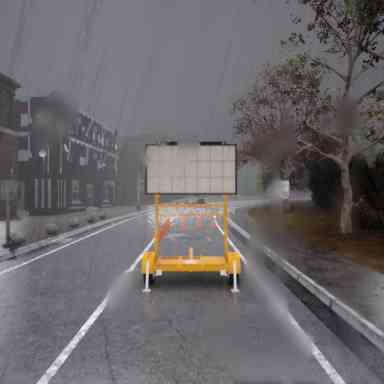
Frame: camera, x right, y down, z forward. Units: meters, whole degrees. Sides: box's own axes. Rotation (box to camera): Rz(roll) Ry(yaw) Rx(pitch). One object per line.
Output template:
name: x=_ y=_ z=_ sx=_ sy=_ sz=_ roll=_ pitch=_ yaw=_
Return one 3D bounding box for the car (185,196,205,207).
car: x=0.491 y=1.453 z=52.228 sx=2.128 sy=1.511 sz=4.902 roll=-1 pitch=0 yaw=21

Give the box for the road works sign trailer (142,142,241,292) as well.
road works sign trailer: x=-0.021 y=0.466 z=8.899 sx=2.380 sy=3.560 sz=2.880 roll=0 pitch=0 yaw=0
